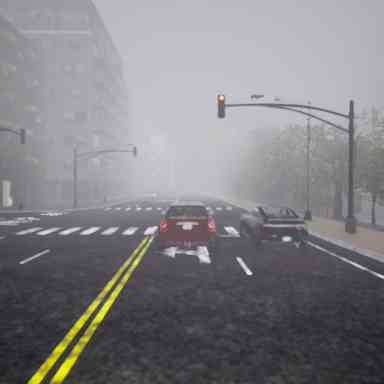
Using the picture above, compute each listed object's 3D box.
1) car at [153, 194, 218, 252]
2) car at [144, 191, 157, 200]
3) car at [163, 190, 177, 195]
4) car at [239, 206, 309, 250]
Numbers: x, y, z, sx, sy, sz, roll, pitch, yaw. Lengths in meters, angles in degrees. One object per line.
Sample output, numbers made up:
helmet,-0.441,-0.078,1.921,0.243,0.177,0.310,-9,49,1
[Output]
car,-0.169,1.148,13.121,2.097,1.767,4.553,0,1,0
car,-7.508,0.613,60.320,1.812,1.442,4.674,0,1,0
car,-4.254,0.687,60.354,1.895,1.301,4.718,0,1,0
car,3.077,1.285,13.287,2.128,1.511,4.902,0,1,0
